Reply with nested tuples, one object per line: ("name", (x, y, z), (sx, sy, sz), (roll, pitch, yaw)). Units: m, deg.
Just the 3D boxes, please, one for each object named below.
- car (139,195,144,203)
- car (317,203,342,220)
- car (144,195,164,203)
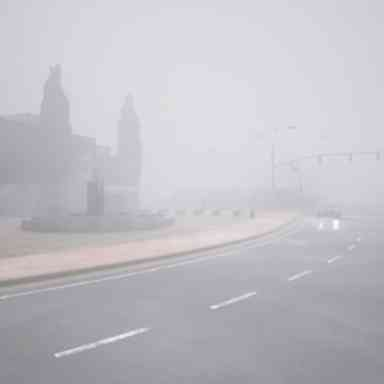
("car", (-11.762, 1.764, 81.503), (1.905, 1.878, 3.866), (0, 0, 24))
("car", (12.572, 1.729, 30.443), (1.994, 1.385, 4.181), (0, 0, 23))
("car", (-9.126, 1.985, 80.301), (1.970, 1.475, 3.806), (0, 0, 24))
